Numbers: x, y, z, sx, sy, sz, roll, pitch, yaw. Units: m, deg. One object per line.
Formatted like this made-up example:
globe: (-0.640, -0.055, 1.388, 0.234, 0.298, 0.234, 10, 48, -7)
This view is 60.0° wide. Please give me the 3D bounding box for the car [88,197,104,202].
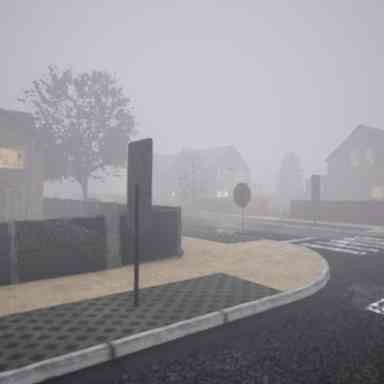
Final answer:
car: (-10.012, 1.237, 33.495, 1.812, 1.442, 4.674, 1, 0, -37)
